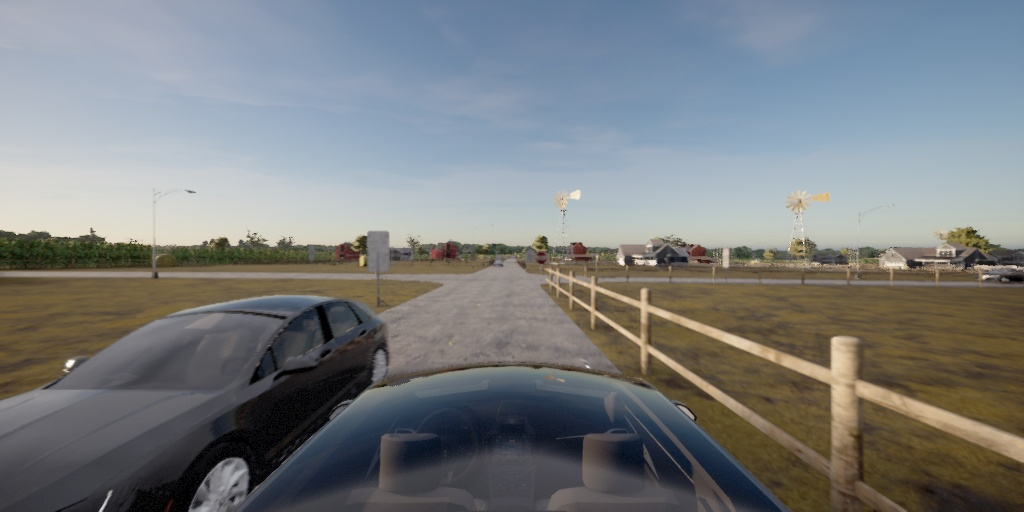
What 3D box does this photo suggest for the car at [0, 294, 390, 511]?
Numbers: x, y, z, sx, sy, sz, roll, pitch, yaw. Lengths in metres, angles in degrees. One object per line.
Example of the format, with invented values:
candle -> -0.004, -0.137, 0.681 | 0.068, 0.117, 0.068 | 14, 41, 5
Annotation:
car -> -2.845, 1.255, 3.865 | 1.837, 1.490, 4.892 | 0, 0, 0

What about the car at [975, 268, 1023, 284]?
car -> 49.104, 1.959, 35.521 | 4.902, 1.511, 2.128 | 1, 1, 0
